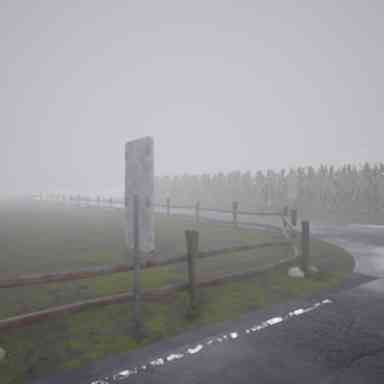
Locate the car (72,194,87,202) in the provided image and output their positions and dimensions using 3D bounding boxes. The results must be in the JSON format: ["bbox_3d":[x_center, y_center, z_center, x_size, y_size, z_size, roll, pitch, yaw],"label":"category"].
[{"bbox_3d":[-20.353,1.041,60.144,1.895,1.301,4.718,0,0,-35],"label":"car"}]
